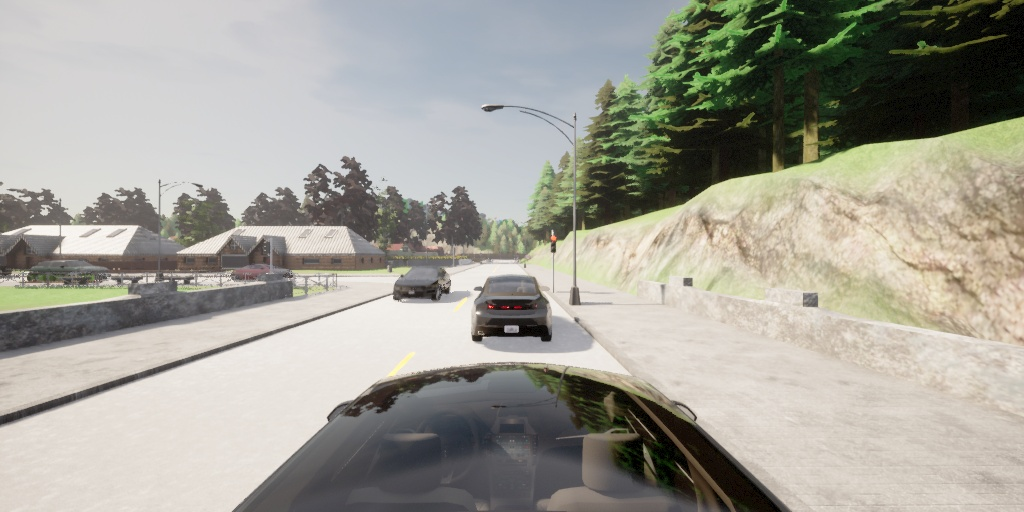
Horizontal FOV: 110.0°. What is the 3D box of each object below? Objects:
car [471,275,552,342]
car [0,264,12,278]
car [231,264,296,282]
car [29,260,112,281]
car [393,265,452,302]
[{"bbox_3d":[-0.009,1.255,9.792,1.837,1.490,4.892,0,0,0],"label":"car"},{"bbox_3d":[-48.130,1.228,32.051,5.008,1.535,1.882,0,0,0],"label":"car"},{"bbox_3d":[-19.452,1.314,28.154,4.181,1.385,1.994,0,0,0],"label":"car"},{"bbox_3d":[-34.398,1.101,28.031,4.553,1.767,2.097,0,0,0],"label":"car"},{"bbox_3d":[-4.118,1.227,17.154,1.882,1.535,5.008,0,0,0],"label":"car"}]
